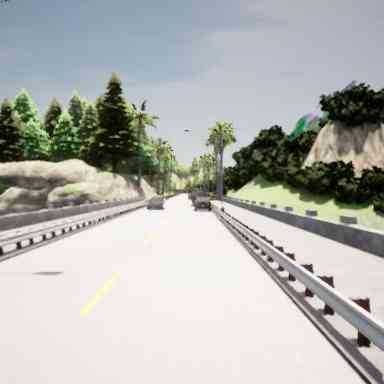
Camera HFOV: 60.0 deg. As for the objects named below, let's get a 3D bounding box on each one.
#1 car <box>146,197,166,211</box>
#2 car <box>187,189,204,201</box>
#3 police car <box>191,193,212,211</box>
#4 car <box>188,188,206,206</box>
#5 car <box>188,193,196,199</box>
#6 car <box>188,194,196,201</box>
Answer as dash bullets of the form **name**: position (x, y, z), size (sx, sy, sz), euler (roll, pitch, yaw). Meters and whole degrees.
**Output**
- **car**: position (-4.081, 1.364, 38.463), size (1.837, 1.490, 4.892), euler (0, 0, 0)
- **car**: position (0.828, 0.779, 47.759), size (2.150, 2.045, 5.566), euler (-25, 0, 0)
- **police car**: position (1.165, 1.286, 37.847), size (1.930, 1.638, 5.238), euler (0, 0, 0)
- **car**: position (0.821, 0.757, 53.761), size (2.150, 2.045, 5.566), euler (-25, 0, 0)
- **car**: position (0.015, 1.045, 87.091), size (1.882, 1.535, 5.008), euler (0, 0, 0)
- **car**: position (0.013, 1.095, 71.353), size (1.837, 1.490, 4.892), euler (0, 0, 0)
